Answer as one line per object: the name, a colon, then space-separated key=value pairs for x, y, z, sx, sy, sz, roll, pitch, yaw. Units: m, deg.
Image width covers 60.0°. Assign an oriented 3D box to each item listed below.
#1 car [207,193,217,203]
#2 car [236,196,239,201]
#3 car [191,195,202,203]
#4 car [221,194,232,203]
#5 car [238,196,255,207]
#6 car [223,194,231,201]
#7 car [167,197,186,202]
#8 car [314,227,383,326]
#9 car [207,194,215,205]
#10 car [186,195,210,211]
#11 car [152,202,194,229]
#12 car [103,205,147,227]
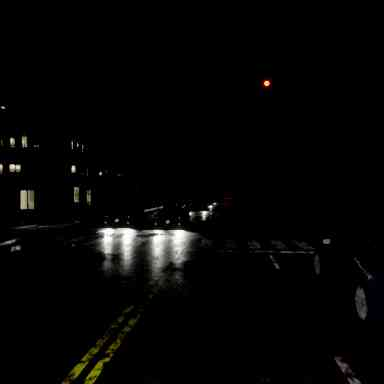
car: x=4.092 y=1.193 z=70.705 sx=2.150 sy=2.045 sz=5.566 roll=0 pitch=0 yaw=6
car: x=11.503 y=1.563 z=78.975 sx=1.895 sy=1.301 sz=4.718 roll=0 pitch=0 yaw=6
car: x=1.050 y=1.487 z=72.832 sx=2.128 sy=1.511 sz=4.902 roll=0 pitch=0 yaw=6
car: x=7.170 y=1.479 z=68.924 sx=1.837 sy=1.490 sz=4.892 roll=0 pitch=0 yaw=6
car: x=8.717 y=1.529 z=51.716 sx=2.033 sy=1.411 sz=5.357 roll=0 pitch=0 yaw=6
car: x=8.268 y=1.279 z=79.284 sx=1.882 sy=1.535 sz=5.008 roll=0 pitch=0 yaw=6
car: x=-2.315 y=1.588 z=42.019 sx=1.895 sy=1.301 sz=4.718 roll=0 pitch=0 yaw=6
car: x=3.983 y=1.476 z=6.969 sx=1.882 sy=1.535 sz=5.008 roll=0 pitch=0 yaw=7
car: x=2.574 y=1.506 z=57.178 sx=1.812 sy=1.442 sz=4.674 roll=0 pitch=0 yaw=7
car: x=0.809 y=1.466 z=40.653 sx=1.882 sy=1.535 sz=5.008 roll=0 pitch=0 yaw=6
car: x=-1.223 y=1.559 z=21.481 sx=1.994 sy=1.385 sz=4.181 roll=0 pitch=0 yaw=6
car: x=-4.401 y=1.559 z=22.330 sx=1.994 sy=1.385 sz=4.181 roll=0 pitch=0 yaw=6
